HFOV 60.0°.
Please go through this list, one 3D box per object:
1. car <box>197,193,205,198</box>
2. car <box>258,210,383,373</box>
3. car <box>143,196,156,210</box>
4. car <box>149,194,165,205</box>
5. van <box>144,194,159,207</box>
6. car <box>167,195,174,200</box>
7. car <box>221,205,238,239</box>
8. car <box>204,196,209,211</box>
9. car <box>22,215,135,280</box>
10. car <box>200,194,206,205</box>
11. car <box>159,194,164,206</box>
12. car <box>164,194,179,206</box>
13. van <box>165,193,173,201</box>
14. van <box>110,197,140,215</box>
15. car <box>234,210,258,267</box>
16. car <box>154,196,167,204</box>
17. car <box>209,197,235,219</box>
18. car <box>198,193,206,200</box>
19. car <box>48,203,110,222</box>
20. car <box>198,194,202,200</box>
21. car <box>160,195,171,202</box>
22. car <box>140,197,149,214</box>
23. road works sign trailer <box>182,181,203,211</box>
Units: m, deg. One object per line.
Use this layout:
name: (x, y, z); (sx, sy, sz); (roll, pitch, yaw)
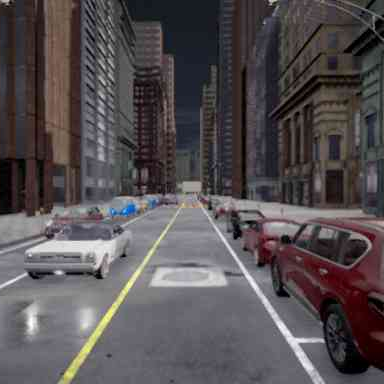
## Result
car: (2.708, 1.503, 73.191); (1.802, 1.307, 4.206); (0, 0, 0)
car: (2.755, 1.307, 5.555); (2.192, 1.841, 5.009); (0, 0, 0)
car: (-5.793, 1.501, 39.359); (2.008, 1.369, 4.403); (0, 0, 0)
car: (-5.806, 1.250, 56.269); (2.192, 1.841, 5.009); (0, 0, 0)
van: (-5.798, 1.286, 44.996); (1.690, 1.788, 3.998); (0, 0, 0)
car: (-5.829, 1.440, 89.919); (1.752, 1.417, 4.829); (0, 0, 0)
car: (2.748, 1.543, 16.828); (1.947, 1.339, 4.313); (0, 0, 0)
car: (2.732, 1.516, 39.372); (1.947, 1.339, 4.313); (0, 0, 0)
car: (-3.108, 1.587, 10.009); (1.895, 1.301, 4.718); (0, 0, 0)
car: (2.720, 1.516, 56.282); (1.802, 1.307, 4.206); (0, 0, 0)
car: (-5.802, 1.380, 50.632); (1.967, 1.590, 4.097); (0, 0, 0)
car: (-3.109, 1.502, 52.698); (1.994, 1.385, 4.181); (0, 0, 0)
van: (-5.826, 1.257, 84.453); (1.690, 1.788, 3.998); (0, 0, 0)
van: (-5.786, 1.304, 28.086); (1.690, 1.788, 3.998); (0, 0, 0)
car: (2.752, 1.529, 11.192); (1.887, 1.381, 4.507); (0, 0, 0)
car: (-5.809, 1.496, 61.906); (1.947, 1.339, 4.313); (0, 0, 0)
car: (2.739, 1.402, 28.099); (1.967, 1.590, 4.097); (0, 0, 0)
car: (2.694, 1.229, 90.098); (2.192, 1.841, 5.009); (0, 0, 0)
car: (-5.778, 1.418, 16.813); (1.967, 1.590, 4.097); (0, 0, 0)
car: (2.712, 1.507, 67.554); (1.802, 1.307, 4.206); (0, 0, 0)
car: (-5.817, 1.472, 73.179); (2.008, 1.369, 4.403); (0, 0, 0)
car: (-5.789, 1.482, 33.553); (1.752, 1.417, 4.829); (0, 0, 0)
road works sign trailer: (-0.029, 0.414, 39.977); (2.380, 3.560, 2.880); (0, 0, 0)
